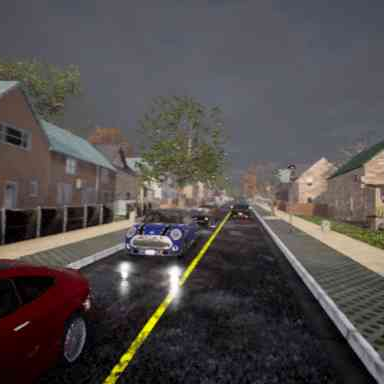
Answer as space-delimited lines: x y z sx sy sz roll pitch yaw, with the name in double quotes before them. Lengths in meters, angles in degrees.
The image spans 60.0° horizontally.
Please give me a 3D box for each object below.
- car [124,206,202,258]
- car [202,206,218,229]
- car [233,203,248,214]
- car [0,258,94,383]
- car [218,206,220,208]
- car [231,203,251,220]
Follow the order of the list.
"car" -1.044 1.445 13.287 2.097 1.767 4.553 1 -1 9
"car" 0.547 1.826 23.879 1.895 1.301 4.718 1 0 9
"car" 6.485 2.145 44.227 1.895 1.301 4.718 1 0 9
"car" -2.609 1.490 3.213 1.812 1.442 4.674 1 -1 10
"car" 1.539 1.508 29.797 1.994 1.385 4.181 1 0 9
"car" 4.915 1.897 33.498 1.882 1.535 5.008 1 0 9
